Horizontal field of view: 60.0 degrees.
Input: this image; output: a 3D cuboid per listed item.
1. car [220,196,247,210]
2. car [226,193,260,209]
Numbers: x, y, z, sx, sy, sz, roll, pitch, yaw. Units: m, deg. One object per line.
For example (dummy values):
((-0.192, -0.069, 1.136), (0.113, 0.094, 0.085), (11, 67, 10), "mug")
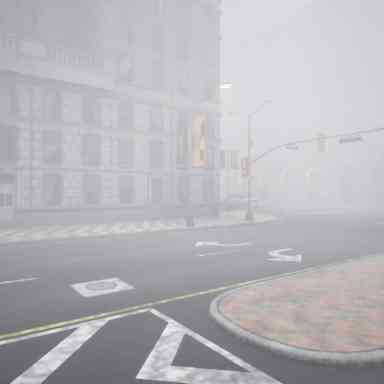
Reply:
((4.695, 1.564, 43.405), (1.994, 1.385, 4.181), (0, 0, -36), "car")
((6.866, 1.221, 46.370), (2.150, 2.045, 5.566), (0, 0, -37), "car")
